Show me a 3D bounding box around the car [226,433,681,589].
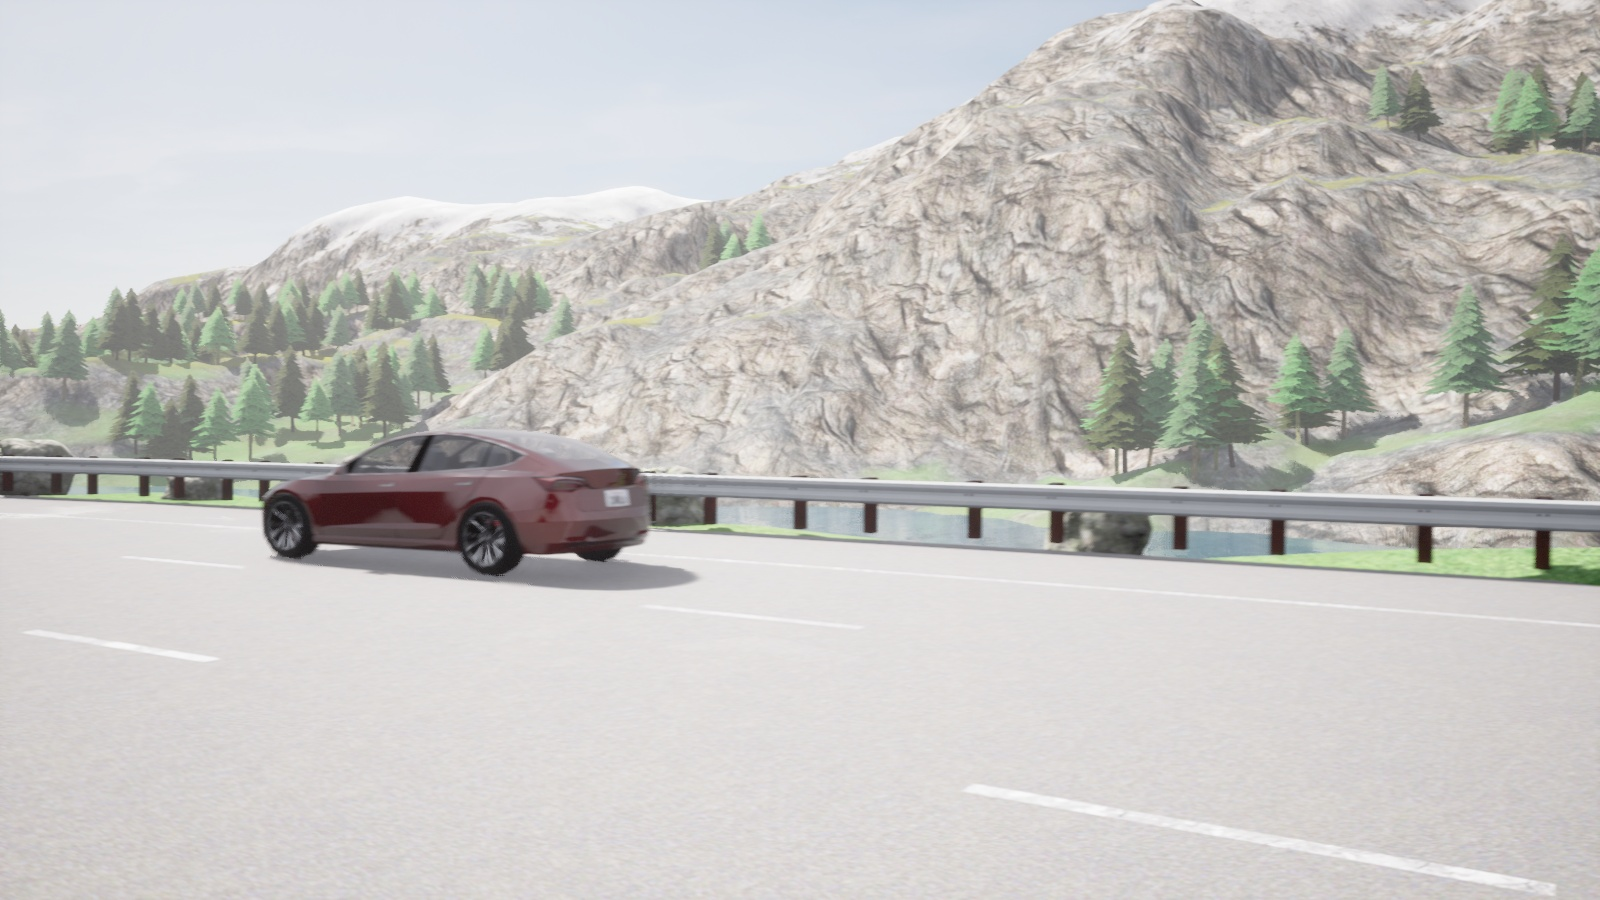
[{"bbox_3d":[-3.947,0.570,14.149,4.792,1.488,2.163,0,1,30],"label":"car"}]
